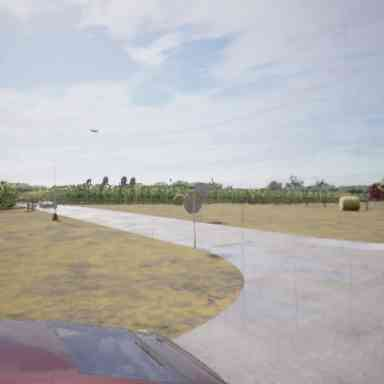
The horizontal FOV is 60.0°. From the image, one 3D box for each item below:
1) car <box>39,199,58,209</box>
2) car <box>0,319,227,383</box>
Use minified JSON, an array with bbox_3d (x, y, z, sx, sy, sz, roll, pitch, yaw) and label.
[{"bbox_3d":[-20.734,1.696,48.103,1.895,1.301,4.718,-1,0,-34],"label":"car"},{"bbox_3d":[-1.633,1.584,1.752,4.181,1.385,1.994,1,-1,-34],"label":"car"}]
